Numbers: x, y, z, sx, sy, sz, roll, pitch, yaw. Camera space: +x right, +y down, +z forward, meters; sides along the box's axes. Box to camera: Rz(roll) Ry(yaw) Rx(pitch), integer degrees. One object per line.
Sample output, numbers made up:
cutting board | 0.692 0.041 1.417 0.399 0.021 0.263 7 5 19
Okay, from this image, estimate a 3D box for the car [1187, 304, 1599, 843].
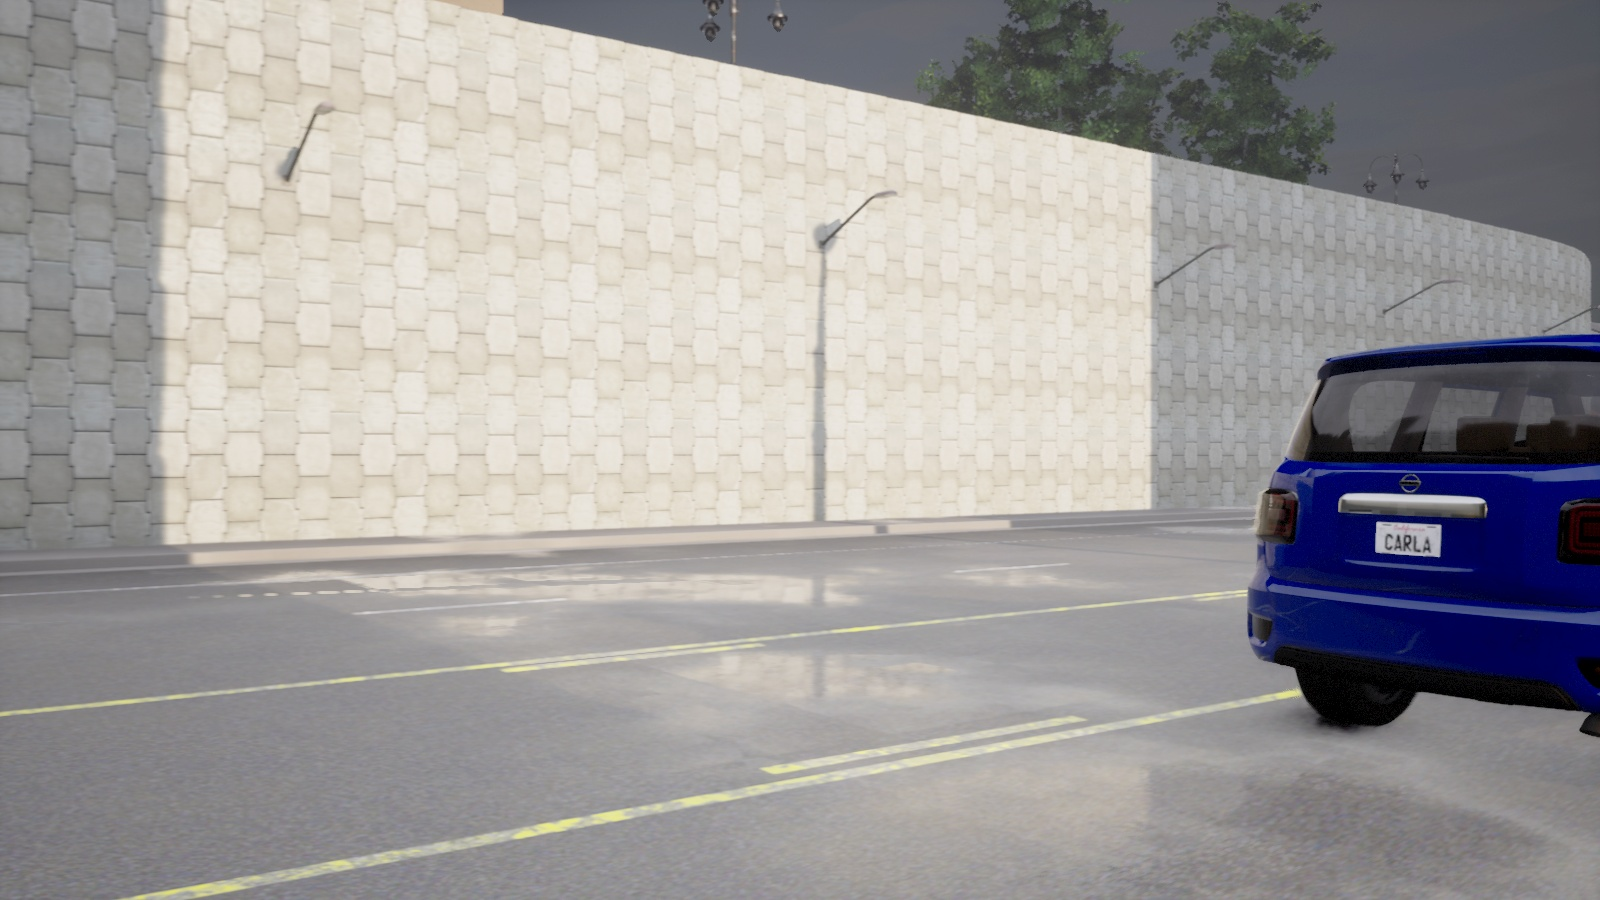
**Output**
car | 4.853 0.471 7.038 5.566 2.045 2.150 0 0 -35
